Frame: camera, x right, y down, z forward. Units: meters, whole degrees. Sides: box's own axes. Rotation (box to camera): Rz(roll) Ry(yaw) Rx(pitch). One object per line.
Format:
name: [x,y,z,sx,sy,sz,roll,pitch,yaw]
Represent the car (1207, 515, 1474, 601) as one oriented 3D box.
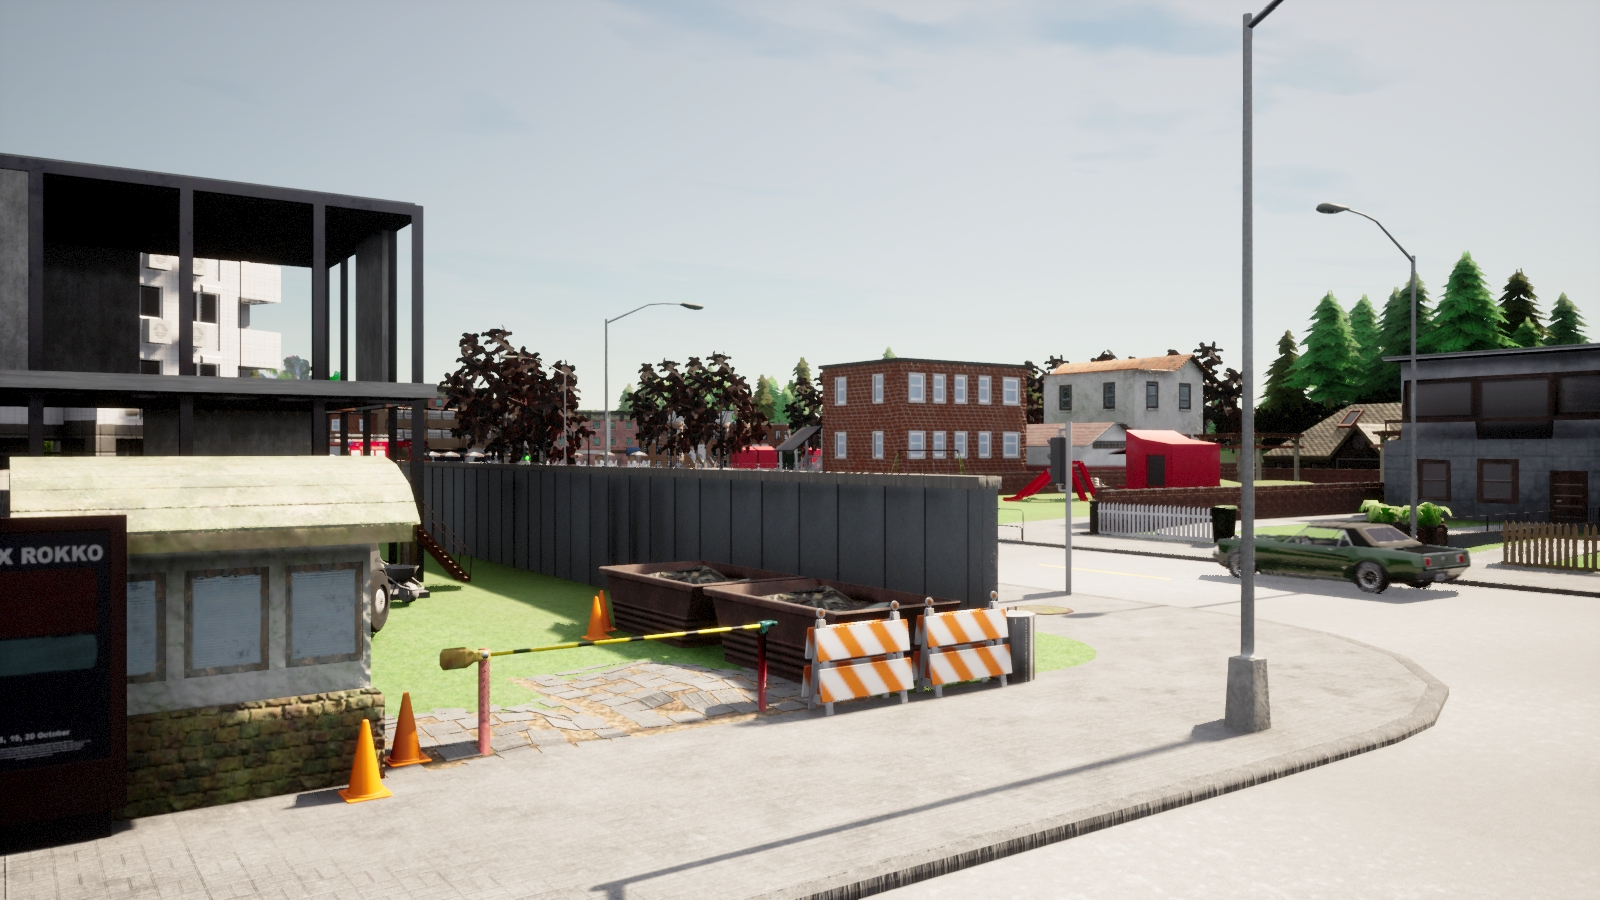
car: [11.034,2.146,23.688,1.895,1.301,4.718,0,0,-33]
